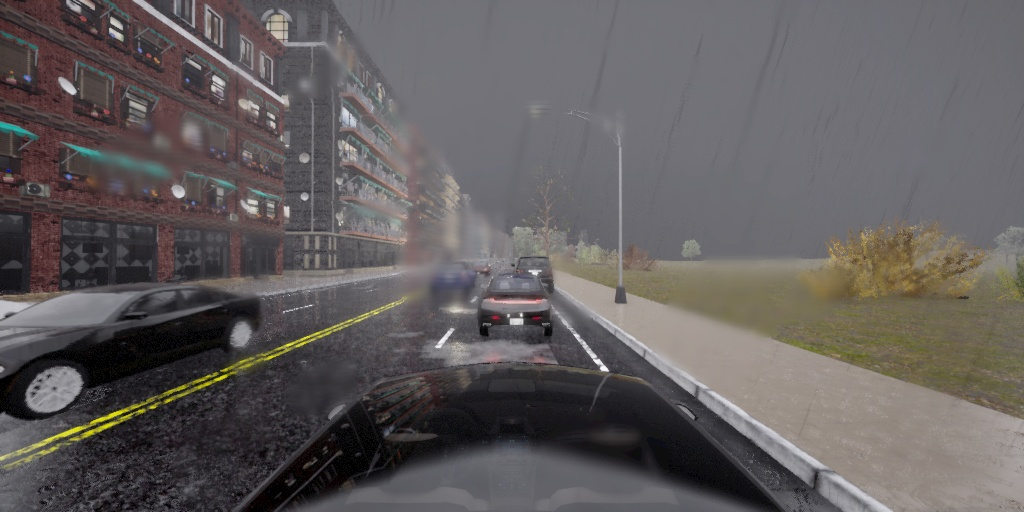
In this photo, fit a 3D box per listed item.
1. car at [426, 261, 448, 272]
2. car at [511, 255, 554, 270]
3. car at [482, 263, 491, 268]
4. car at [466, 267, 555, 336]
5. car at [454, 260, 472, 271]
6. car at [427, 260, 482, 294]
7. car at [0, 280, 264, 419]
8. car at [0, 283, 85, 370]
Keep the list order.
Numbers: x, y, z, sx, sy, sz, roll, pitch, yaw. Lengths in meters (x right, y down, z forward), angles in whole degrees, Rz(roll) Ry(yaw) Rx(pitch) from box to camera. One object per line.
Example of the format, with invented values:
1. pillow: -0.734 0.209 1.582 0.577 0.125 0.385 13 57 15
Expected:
1. car: -9.862 1.351 47.384 1.895 1.301 4.718 0 0 0
2. car: 1.133 0.977 20.248 2.150 2.045 5.566 0 0 0
3. car: -3.163 1.352 36.927 1.895 1.301 4.718 0 0 0
4. car: 0.098 1.243 10.378 2.128 1.511 4.902 0 0 0
5. car: -6.611 1.276 49.088 1.812 1.442 4.674 0 0 0
6. car: -3.166 1.104 20.496 2.097 1.767 4.553 0 0 1
7. car: -6.599 1.228 6.070 1.882 1.535 5.008 0 0 0
8. car: -9.837 1.276 5.172 1.812 1.442 4.674 0 0 0
